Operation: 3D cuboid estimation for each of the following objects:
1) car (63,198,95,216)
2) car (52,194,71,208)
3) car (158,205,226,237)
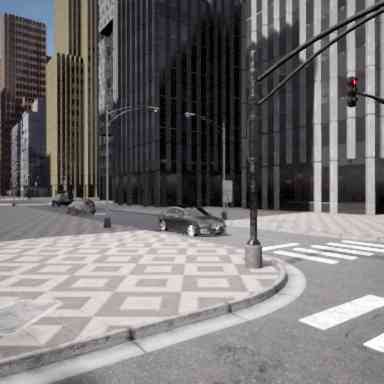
[{"bbox_3d":[-11.554,1.624,34.503,1.812,1.442,4.674,0,0,-35],"label":"car"},{"bbox_3d":[-20.396,1.365,52.249,2.150,2.045,5.566,0,0,-35],"label":"car"},{"bbox_3d":[-0.138,1.543,18.460,1.837,1.490,4.892,0,0,-35],"label":"car"}]
